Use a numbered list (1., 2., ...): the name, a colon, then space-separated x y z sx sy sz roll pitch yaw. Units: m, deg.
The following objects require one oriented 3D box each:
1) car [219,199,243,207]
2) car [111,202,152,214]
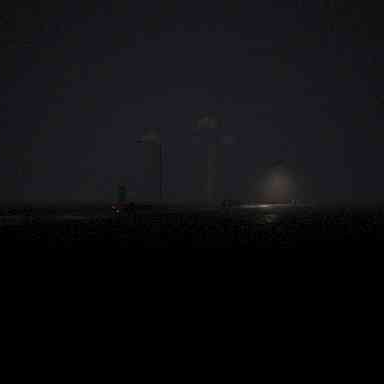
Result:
1. car: 6.564 1.813 55.684 2.033 1.411 5.357 1 0 35
2. car: -6.604 1.744 37.237 1.895 1.301 4.718 1 0 36
